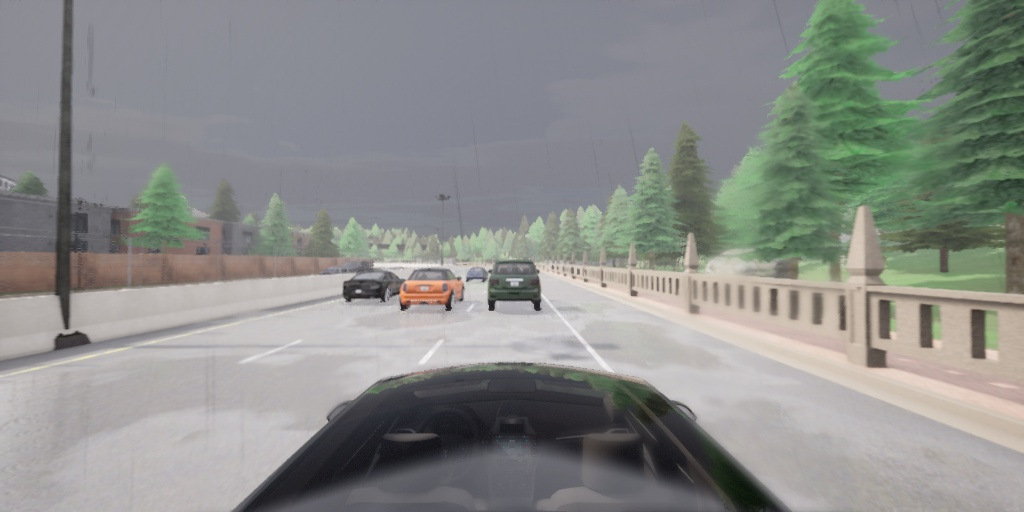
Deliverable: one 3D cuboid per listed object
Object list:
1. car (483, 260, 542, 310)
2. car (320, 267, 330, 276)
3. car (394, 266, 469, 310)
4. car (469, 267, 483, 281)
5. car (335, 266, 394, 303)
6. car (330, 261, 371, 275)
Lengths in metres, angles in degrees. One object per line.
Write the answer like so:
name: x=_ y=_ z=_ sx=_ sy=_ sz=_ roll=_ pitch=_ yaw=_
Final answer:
car: x=0.101 y=1.186 z=16.181 sx=2.150 sy=2.045 sz=5.566 roll=0 pitch=-1 yaw=0
car: x=-21.079 y=1.925 z=42.769 sx=1.994 sy=1.385 sz=4.181 roll=0 pitch=-1 yaw=0
car: x=-3.398 y=1.315 z=16.055 sx=2.097 sy=1.767 sz=4.553 roll=0 pitch=-1 yaw=0
car: x=-3.398 y=1.798 z=35.420 sx=2.033 sy=1.411 sz=5.357 roll=0 pitch=-1 yaw=0
car: x=-6.899 y=1.479 z=18.586 sx=1.882 sy=1.535 sz=5.008 roll=0 pitch=-1 yaw=0
car: x=-17.589 y=1.543 z=40.119 sx=2.150 sy=2.045 sz=5.566 roll=0 pitch=-1 yaw=0
